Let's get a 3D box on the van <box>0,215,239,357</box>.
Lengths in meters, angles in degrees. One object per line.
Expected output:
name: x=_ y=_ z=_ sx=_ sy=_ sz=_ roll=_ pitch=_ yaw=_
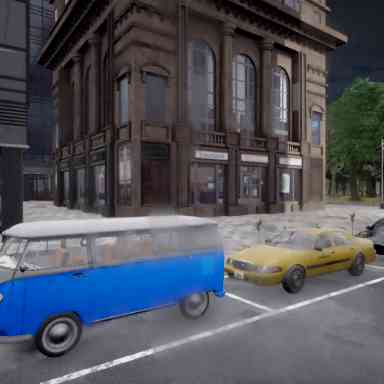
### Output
van: x=-1.286 y=1.341 z=5.733 sx=3.998 sy=1.788 sz=1.690 roll=0 pitch=0 yaw=-35

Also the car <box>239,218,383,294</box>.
car: x=3.005 y=1.525 z=8.789 sx=4.829 sy=1.417 sz=1.752 roll=0 pitch=0 yaw=-35
